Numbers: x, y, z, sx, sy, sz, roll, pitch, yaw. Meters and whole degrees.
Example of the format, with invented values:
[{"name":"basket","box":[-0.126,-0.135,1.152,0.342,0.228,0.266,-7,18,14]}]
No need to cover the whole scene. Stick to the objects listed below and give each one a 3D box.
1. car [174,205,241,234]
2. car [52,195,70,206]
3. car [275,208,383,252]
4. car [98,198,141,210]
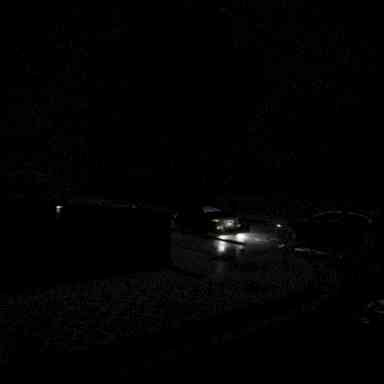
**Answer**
[{"name":"car","box":[0.765,1.439,18.576,1.994,1.385,4.181,-1,1,-35]},{"name":"car","box":[-18.642,1.198,46.946,2.033,1.411,5.357,-1,1,-31]},{"name":"car","box":[5.854,1.403,13.626,4.902,1.511,2.128,0,3,37]},{"name":"car","box":[-6.587,1.390,29.137,1.895,1.301,4.718,-1,1,-35]}]
